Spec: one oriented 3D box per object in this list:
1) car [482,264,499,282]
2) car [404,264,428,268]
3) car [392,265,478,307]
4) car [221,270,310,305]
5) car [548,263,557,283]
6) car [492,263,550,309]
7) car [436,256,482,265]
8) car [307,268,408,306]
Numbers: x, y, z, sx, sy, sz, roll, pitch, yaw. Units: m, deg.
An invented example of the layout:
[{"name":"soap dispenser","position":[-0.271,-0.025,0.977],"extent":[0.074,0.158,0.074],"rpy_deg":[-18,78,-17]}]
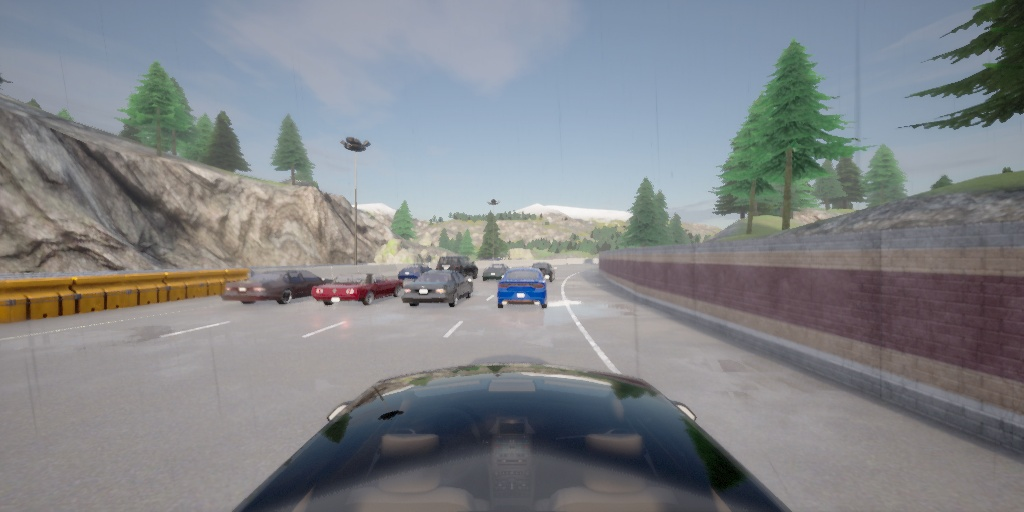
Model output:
[{"name":"car","position":[-1.034,1.320,28.997],"extent":[1.994,1.385,4.181],"rpy_deg":[0,0,11]},{"name":"car","position":[-7.907,1.320,30.329],"extent":[1.994,1.385,4.181],"rpy_deg":[0,0,11]},{"name":"car","position":[-2.959,1.310,15.387],"extent":[2.033,1.411,5.357],"rpy_deg":[0,0,5]},{"name":"car","position":[-9.931,1.310,16.013],"extent":[2.033,1.411,5.357],"rpy_deg":[0,0,5]},{"name":"car","position":[2.402,1.264,28.331],"extent":[1.837,1.490,4.892],"rpy_deg":[0,0,11]},{"name":"car","position":[0.527,1.232,15.074],"extent":[1.882,1.535,5.008],"rpy_deg":[0,0,5]},{"name":"car","position":[-4.465,1.005,29.693],"extent":[2.150,2.045,5.566],"rpy_deg":[0,0,11]},{"name":"car","position":[-6.443,1.363,15.730],"extent":[1.895,1.301,4.718],"rpy_deg":[0,0,5]}]
